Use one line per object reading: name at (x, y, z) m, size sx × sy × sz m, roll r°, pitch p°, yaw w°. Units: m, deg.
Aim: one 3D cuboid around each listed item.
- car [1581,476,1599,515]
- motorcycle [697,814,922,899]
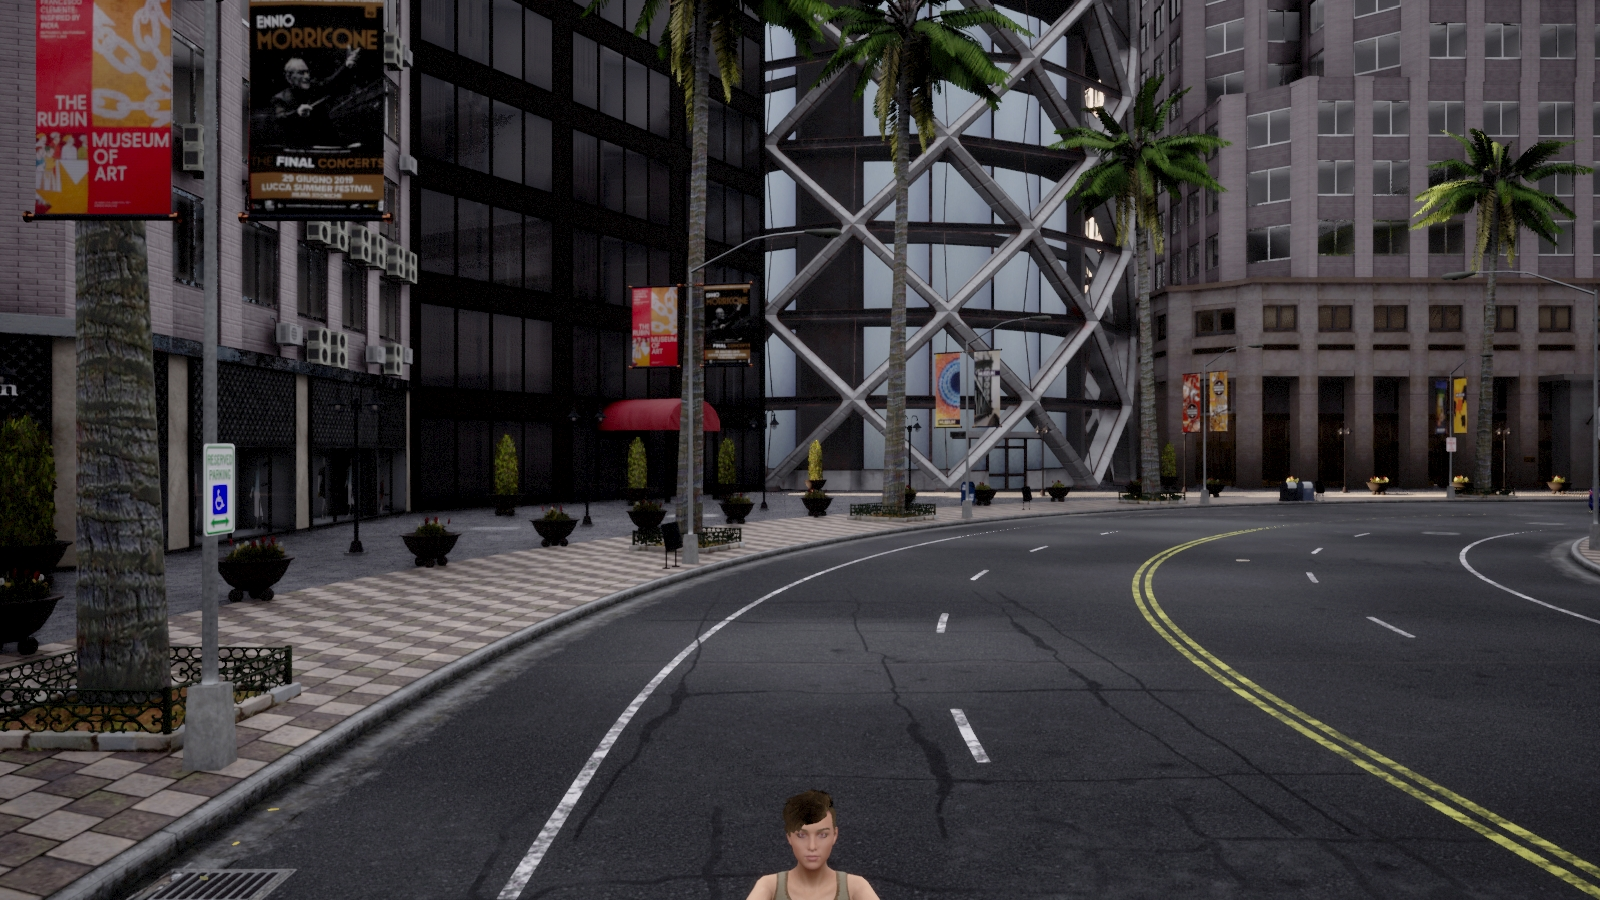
car at (36.793, 1.966, 49.580) m, size 4.611 × 1.667 × 2.242 m, roll 0°, pitch 0°, yaw -12°
motorcycle at (0.030, 2.170, 3.616) m, size 0.764 × 1.277 × 2.356 m, roll 0°, pitch 0°, yaw 1°
